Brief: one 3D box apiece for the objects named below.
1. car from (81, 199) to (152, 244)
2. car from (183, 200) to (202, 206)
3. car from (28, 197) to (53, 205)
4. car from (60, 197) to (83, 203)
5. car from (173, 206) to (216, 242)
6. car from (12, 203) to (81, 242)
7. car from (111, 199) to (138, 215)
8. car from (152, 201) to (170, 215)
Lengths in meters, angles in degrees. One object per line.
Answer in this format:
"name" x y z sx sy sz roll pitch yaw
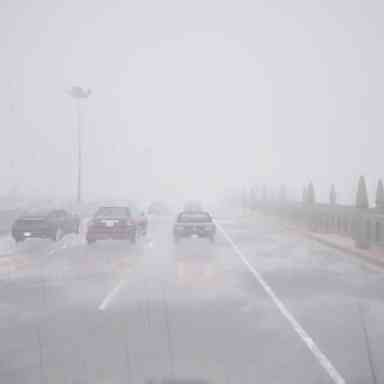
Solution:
"car" -3.395 1.354 15.891 2.097 1.767 4.553 0 0 0
"car" 0.099 1.530 34.357 1.812 1.442 4.674 0 0 0
"car" -21.062 1.512 46.494 1.837 1.490 4.892 0 0 0
"car" -17.550 1.485 48.595 1.882 1.535 5.008 0 0 0
"car" 0.105 1.603 16.487 1.895 1.301 4.718 0 0 0
"car" -6.894 1.508 16.336 1.837 1.490 4.892 0 0 0
"car" -6.901 1.531 34.445 1.812 1.442 4.674 0 0 0
"car" -3.388 1.569 33.940 1.994 1.385 4.181 0 0 0
